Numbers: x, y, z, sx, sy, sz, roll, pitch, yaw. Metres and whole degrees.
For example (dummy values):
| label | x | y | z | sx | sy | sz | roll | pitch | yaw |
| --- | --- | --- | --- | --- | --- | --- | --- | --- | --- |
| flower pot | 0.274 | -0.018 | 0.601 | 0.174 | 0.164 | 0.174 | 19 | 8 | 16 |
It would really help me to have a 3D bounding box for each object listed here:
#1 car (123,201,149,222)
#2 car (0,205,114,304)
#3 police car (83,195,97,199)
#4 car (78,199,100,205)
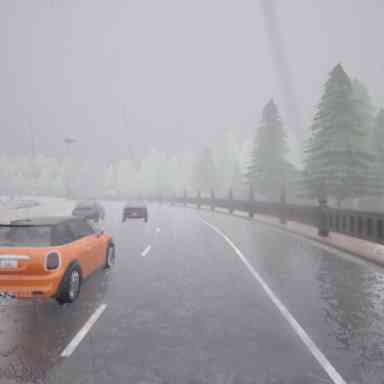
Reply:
| label | x | y | z | sx | sy | sz | roll | pitch | yaw |
| --- | --- | --- | --- | --- | --- | --- | --- | --- | --- |
| car | -4.596 | 1.511 | 27.223 | 1.882 | 1.535 | 5.008 | 0 | 0 | -8 |
| car | -3.406 | 1.363 | 8.321 | 2.097 | 1.767 | 4.553 | 0 | 0 | 0 |
| police car | -26.376 | 1.529 | 85.655 | 1.930 | 1.638 | 5.238 | 0 | 0 | -41 |
| car | -7.906 | 1.523 | 25.643 | 2.128 | 1.511 | 4.902 | 0 | 0 | -7 |
